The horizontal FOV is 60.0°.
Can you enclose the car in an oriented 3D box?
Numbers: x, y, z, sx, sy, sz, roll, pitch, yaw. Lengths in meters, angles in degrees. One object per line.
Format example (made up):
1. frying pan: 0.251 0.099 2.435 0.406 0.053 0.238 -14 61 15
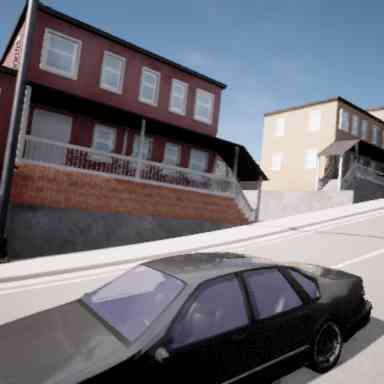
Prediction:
1. car: 0.060 1.520 4.018 5.357 1.411 2.033 -1 1 -35
